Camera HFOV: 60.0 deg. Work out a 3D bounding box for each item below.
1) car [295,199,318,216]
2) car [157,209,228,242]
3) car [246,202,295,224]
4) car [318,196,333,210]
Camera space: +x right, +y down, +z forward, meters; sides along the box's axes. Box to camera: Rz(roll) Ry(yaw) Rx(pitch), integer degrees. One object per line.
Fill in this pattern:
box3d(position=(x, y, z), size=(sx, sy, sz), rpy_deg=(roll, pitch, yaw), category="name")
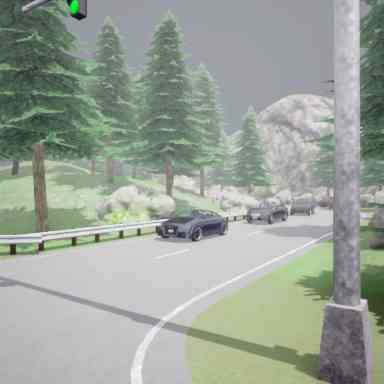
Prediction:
box3d(position=(11.231, 1.523, 33.599), size=(1.837, 1.490, 4.892), rpy_deg=(0, 0, 27), category="car")
box3d(position=(0.149, 1.581, 16.756), size=(1.994, 1.385, 4.181), rpy_deg=(0, 0, 34), category="car")
box3d(position=(5.722, 1.509, 24.993), size=(2.128, 1.511, 4.902), rpy_deg=(0, 0, 34), category="car")
box3d(position=(18.212, 1.351, 43.714), size=(2.097, 1.767, 4.553), rpy_deg=(-1, 0, -1), category="car")
